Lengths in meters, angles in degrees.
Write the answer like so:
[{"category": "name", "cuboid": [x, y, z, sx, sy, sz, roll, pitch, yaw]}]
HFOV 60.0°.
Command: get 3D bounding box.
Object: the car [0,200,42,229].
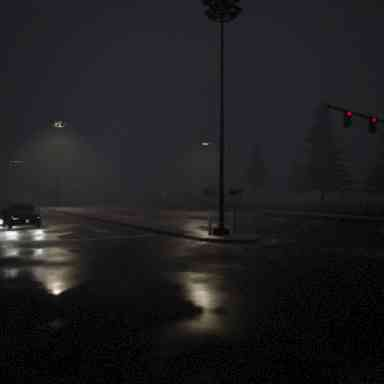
[{"category": "car", "cuboid": [-11.356, 1.524, 22.152, 1.837, 1.490, 4.892, 0, 0, -35]}]
